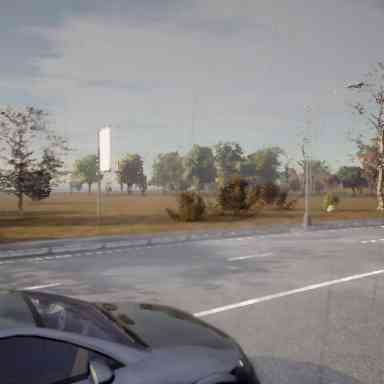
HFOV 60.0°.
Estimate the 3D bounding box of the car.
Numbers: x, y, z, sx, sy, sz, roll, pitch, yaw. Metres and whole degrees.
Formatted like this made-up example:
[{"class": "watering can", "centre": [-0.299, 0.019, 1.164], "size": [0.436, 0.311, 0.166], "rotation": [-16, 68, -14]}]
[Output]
[{"class": "car", "centre": [-1.419, 1.554, 2.622], "size": [4.181, 1.385, 1.994], "rotation": [0, 0, -35]}]
